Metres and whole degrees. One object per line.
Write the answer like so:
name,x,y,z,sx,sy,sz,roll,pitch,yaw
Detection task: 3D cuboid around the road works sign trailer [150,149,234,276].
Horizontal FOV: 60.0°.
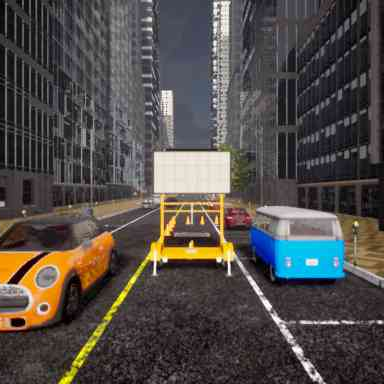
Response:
road works sign trailer,0.001,0.464,10.323,2.380,3.560,2.880,0,0,0

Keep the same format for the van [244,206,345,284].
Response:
van,2.691,1.340,9.304,1.690,1.788,3.998,0,0,0

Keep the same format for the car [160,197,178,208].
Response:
car,-3.093,1.469,48.659,1.882,1.535,5.008,0,0,0

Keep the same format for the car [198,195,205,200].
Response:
car,2.698,1.458,94.690,1.887,1.381,4.507,0,0,0

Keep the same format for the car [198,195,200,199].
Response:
car,2.696,1.407,66.228,1.967,1.590,4.097,0,0,0

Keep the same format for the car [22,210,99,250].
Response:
car,-5.690,1.581,14.999,1.802,1.307,4.206,0,0,0

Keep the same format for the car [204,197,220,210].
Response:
car,2.693,1.579,37.766,1.802,1.307,4.206,0,0,0

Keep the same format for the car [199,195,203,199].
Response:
car,2.695,1.535,54.843,2.008,1.369,4.403,0,0,0

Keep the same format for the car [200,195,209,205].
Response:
car,2.694,1.542,49.150,2.008,1.369,4.403,0,0,0

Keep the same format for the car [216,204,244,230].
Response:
car,2.692,1.580,20.688,1.802,1.307,4.206,0,0,0

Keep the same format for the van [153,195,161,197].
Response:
van,-5.686,1.326,54.847,1.690,1.788,3.998,0,0,0

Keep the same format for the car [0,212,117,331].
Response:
car,-3.099,1.351,7.177,2.097,1.767,4.553,0,0,0

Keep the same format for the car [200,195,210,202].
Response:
car,2.696,1.398,71.920,1.967,1.590,4.097,0,0,0

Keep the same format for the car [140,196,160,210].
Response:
car,-5.687,1.546,43.462,2.008,1.369,4.403,0,0,0
